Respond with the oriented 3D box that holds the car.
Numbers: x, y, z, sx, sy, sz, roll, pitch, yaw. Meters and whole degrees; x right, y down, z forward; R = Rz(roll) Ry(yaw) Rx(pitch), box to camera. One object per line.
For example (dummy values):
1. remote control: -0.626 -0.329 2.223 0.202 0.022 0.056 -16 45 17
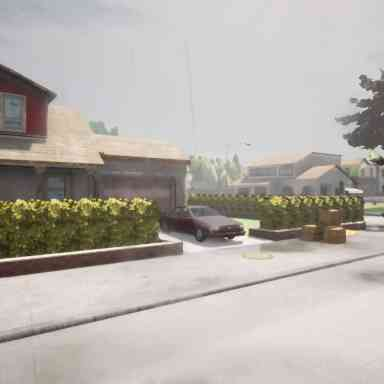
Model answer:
1. car: 0.116 1.356 15.491 2.033 1.415 5.357 0 0 -33
